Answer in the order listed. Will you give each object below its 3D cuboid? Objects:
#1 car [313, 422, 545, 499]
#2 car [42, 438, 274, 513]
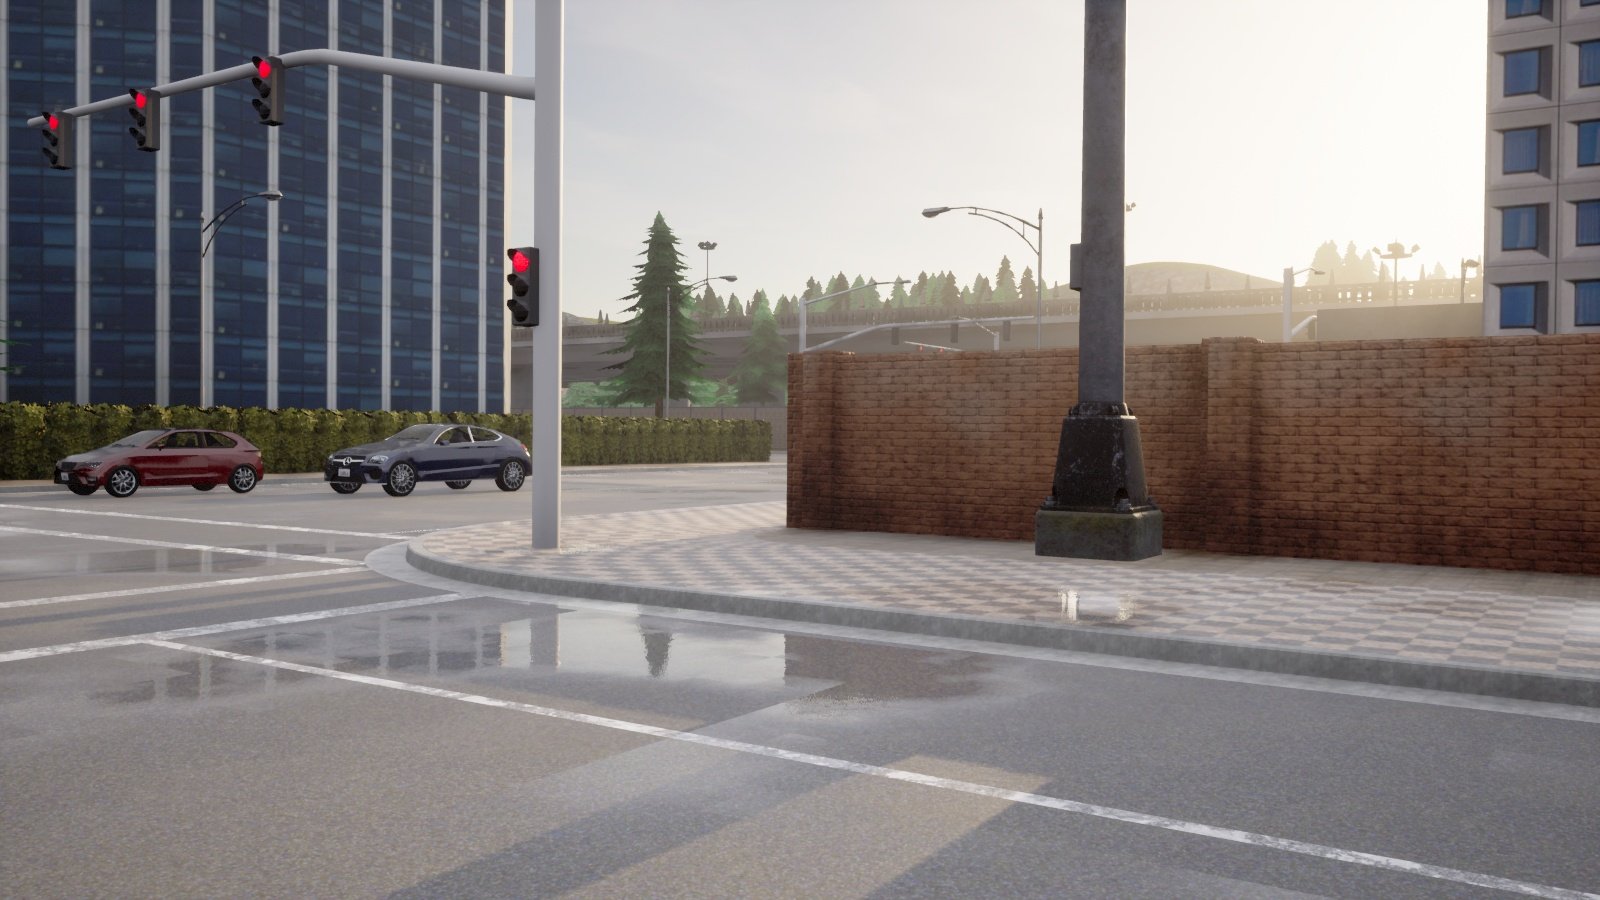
[{"bbox_3d":[-8.596,0.184,29.564,2.152,1.651,5.027,0,1,33],"label":"car"},{"bbox_3d":[-14.023,0.494,27.653,1.816,1.474,4.193,0,1,33],"label":"car"}]
